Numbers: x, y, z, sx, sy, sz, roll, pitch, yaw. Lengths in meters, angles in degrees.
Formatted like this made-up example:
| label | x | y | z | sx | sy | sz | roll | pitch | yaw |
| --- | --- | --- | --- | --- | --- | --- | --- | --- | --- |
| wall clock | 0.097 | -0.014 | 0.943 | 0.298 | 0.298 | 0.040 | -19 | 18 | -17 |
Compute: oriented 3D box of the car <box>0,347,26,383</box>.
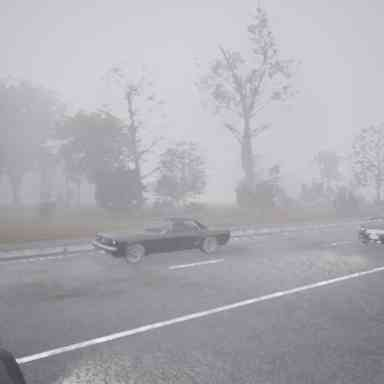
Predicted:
| label | x | y | z | sx | sy | sz | roll | pitch | yaw |
| --- | --- | --- | --- | --- | --- | --- | --- | --- | --- |
| car | -2.961 | 1.556 | 1.549 | 4.181 | 1.385 | 1.994 | 0 | 0 | -36 |

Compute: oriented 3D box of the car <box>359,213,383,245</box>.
| label | x | y | z | sx | sy | sz | roll | pitch | yaw |
| --- | --- | --- | --- | --- | --- | --- | --- | --- | --- |
| car | 9.145 | 1.491 | 14.308 | 4.902 | 1.511 | 2.128 | 0 | 0 | -33 |

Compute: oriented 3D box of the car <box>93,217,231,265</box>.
| label | x | y | z | sx | sy | sz | roll | pitch | yaw |
| --- | --- | --- | --- | --- | --- | --- | --- | --- | --- |
| car | -0.971 | 1.585 | 11.769 | 4.718 | 1.301 | 1.895 | 0 | 0 | -34 |
